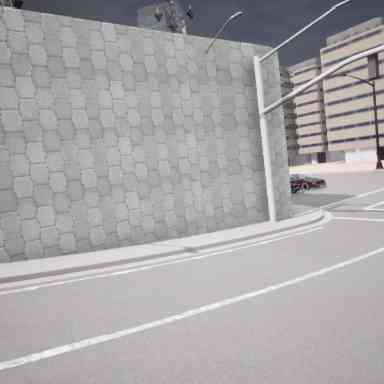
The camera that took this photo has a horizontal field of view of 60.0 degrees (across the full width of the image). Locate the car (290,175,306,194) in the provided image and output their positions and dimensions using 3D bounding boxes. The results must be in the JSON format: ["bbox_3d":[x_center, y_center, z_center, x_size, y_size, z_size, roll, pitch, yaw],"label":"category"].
[{"bbox_3d":[6.907,-0.375,28.452,1.895,1.301,4.718,-10,6,-35],"label":"car"}]

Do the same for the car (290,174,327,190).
[{"bbox_3d":[9.542,-0.944,30.711,2.033,1.411,5.357,-10,6,-35],"label":"car"}]
